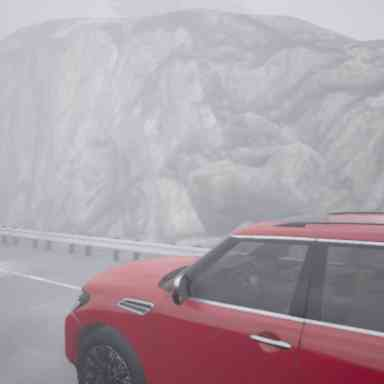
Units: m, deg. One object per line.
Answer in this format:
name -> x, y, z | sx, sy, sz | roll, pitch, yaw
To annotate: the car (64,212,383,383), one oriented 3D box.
car -> 1.212, 1.214, 3.038 | 5.566, 2.045, 2.150 | 0, 0, 35
